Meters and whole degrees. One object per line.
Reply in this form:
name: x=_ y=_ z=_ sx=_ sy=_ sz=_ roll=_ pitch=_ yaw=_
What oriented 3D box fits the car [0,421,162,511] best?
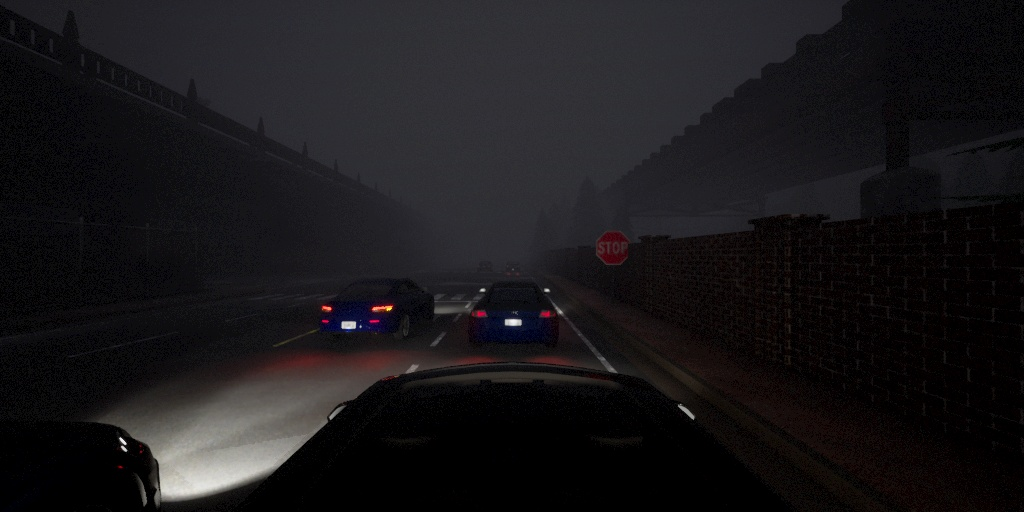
car: x=-3.398 y=1.314 z=0.690 sx=1.994 sy=1.385 sz=4.181 roll=0 pitch=0 yaw=0

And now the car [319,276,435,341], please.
car: x=-3.413 y=1.276 z=9.786 sx=1.812 sy=1.442 sz=4.674 roll=0 pitch=0 yaw=0

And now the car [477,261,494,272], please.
car: x=-3.399 y=1.297 z=45.914 sx=2.033 sy=1.411 sz=5.357 roll=0 pitch=0 yaw=-1

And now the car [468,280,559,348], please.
car: x=0.069 y=1.314 z=9.263 sx=1.994 sy=1.385 sz=4.181 roll=0 pitch=0 yaw=1

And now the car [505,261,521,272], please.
car: x=0.096 y=1.351 z=46.082 sx=1.895 sy=1.301 sz=4.718 roll=0 pitch=0 yaw=-1
